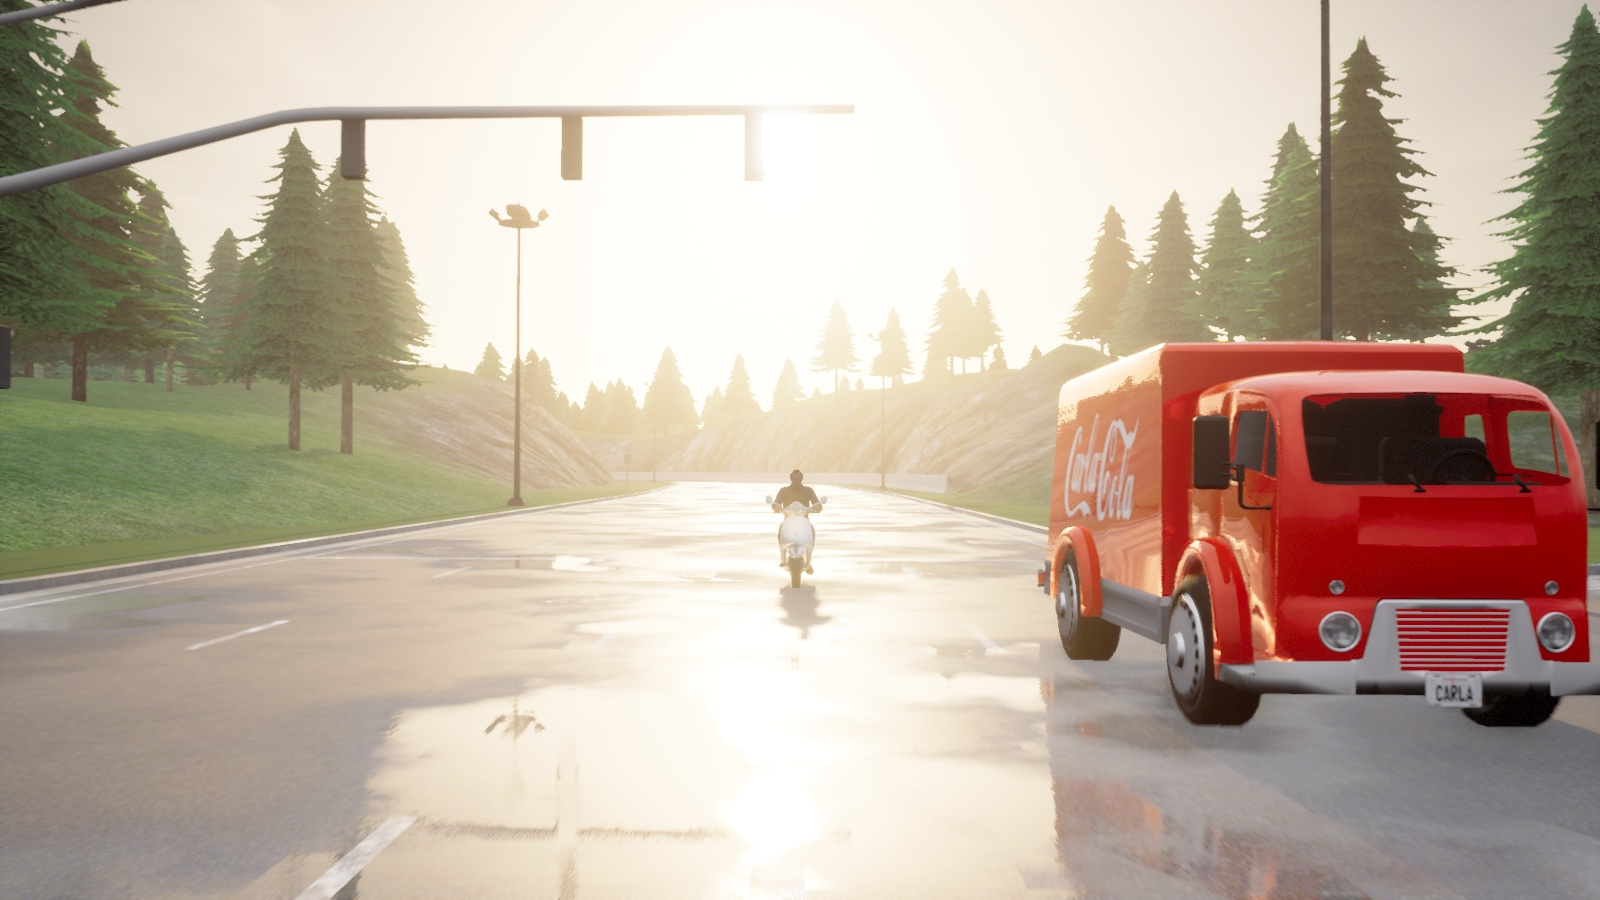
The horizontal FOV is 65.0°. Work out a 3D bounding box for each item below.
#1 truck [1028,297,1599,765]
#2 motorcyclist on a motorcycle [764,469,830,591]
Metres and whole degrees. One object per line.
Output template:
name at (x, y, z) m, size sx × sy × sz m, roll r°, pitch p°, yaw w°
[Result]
truck at (3.474, 0.469, 9.254) m, size 2.627 × 2.467 × 5.204 m, roll 0°, pitch -1°, yaw 0°
motorcyclist on a motorcycle at (-0.042, 1.057, 17.282) m, size 0.866 × 1.590 × 1.817 m, roll 0°, pitch -1°, yaw 0°
